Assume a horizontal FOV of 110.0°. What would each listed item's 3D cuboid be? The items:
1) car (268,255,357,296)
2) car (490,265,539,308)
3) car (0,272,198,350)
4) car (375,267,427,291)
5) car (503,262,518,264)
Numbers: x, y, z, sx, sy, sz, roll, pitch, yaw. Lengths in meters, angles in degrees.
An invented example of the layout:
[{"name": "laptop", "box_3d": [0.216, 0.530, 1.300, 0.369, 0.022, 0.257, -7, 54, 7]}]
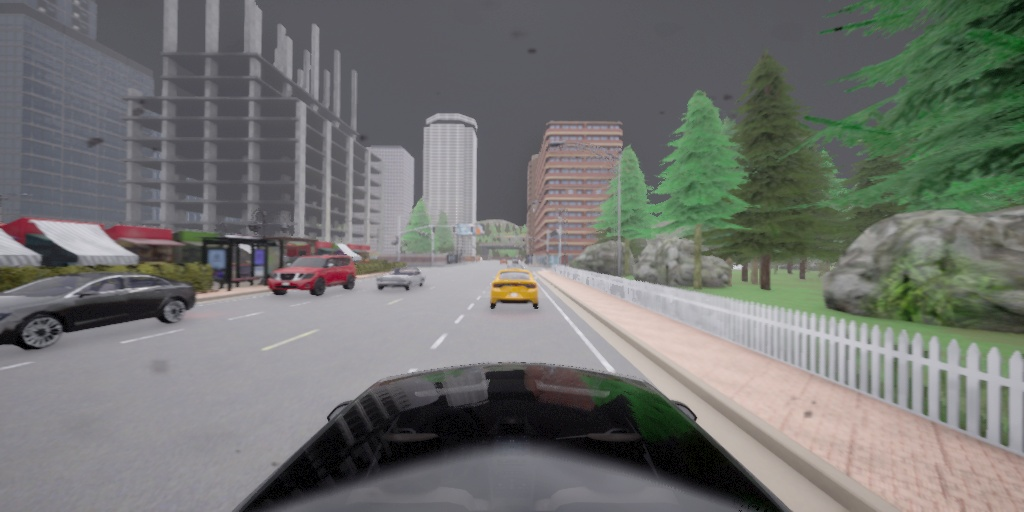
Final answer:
[{"name": "car", "box_3d": [-10.447, 0.945, 19.373, 2.150, 2.045, 5.566, 1, 0, 1]}, {"name": "car", "box_3d": [0.109, 1.290, 15.648, 1.882, 1.535, 5.008, 1, 0, 1]}, {"name": "car", "box_3d": [-10.553, 1.169, 8.890, 2.128, 1.511, 4.902, 1, 0, 1]}, {"name": "car", "box_3d": [-6.831, 1.396, 22.476, 1.895, 1.301, 4.718, 1, 0, 1]}, {"name": "car", "box_3d": [0.278, 1.498, 34.376, 1.895, 1.301, 4.718, 1, 0, 1]}]
